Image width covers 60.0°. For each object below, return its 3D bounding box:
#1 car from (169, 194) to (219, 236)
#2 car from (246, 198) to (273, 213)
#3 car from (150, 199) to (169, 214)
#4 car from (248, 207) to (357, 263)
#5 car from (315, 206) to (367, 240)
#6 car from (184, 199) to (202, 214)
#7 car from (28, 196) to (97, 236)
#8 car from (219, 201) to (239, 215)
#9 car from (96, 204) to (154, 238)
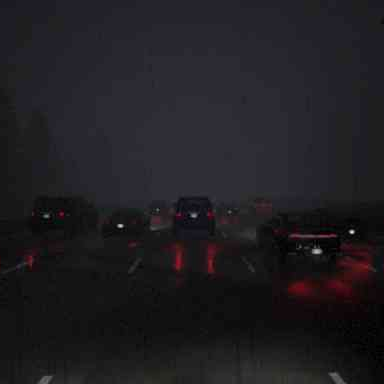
[{"bbox_3d":[0.093,1.231,18.700,2.150,2.045,5.566,0,0,0],"label":"car"},{"bbox_3d":[7.087,1.369,35.166,2.097,1.767,4.553,0,0,0],"label":"car"},{"bbox_3d":[-3.415,1.522,35.511,1.837,1.490,4.892,0,0,0],"label":"car"},{"bbox_3d":[3.595,1.498,11.996,2.128,1.511,4.902,0,0,0],"label":"car"},{"bbox_3d":[7.093,1.514,17.169,1.837,1.490,4.892,0,0,0],"label":"car"},{"bbox_3d":[0.071,1.543,36.523,1.812,1.442,4.674,0,0,0],"label":"car"},{"bbox_3d":[-6.906,1.230,18.447,2.150,2.045,5.566,0,0,0],"label":"car"},{"bbox_3d":[3.586,1.617,33.925,1.895,1.301,4.718,0,0,0],"label":"car"},{"bbox_3d":[-3.407,1.572,17.820,1.994,1.385,4.181,0,0,0],"label":"car"}]
